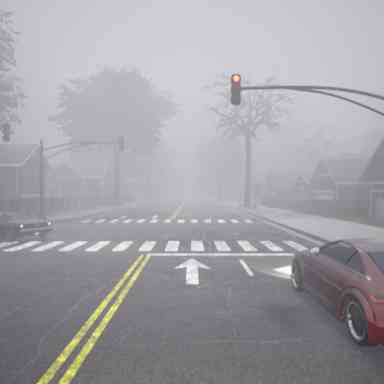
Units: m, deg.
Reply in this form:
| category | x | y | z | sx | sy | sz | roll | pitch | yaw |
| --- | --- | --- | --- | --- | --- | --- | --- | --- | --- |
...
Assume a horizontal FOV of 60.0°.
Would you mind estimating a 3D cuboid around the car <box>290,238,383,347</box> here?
| category | x | y | z | sx | sy | sz | roll | pitch | yaw |
| --- | --- | --- | --- | --- | --- | --- | --- | --- | --- |
| car | 3.342 | 1.564 | 6.321 | 1.994 | 1.385 | 4.181 | 0 | 0 | 0 |

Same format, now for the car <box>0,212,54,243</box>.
| category | x | y | z | sx | sy | sz | roll | pitch | yaw |
| --- | --- | --- | --- | --- | --- | --- | --- | --- | --- |
| car | -9.009 | 1.644 | 16.219 | 4.718 | 1.301 | 1.895 | -2 | -1 | 28 |
